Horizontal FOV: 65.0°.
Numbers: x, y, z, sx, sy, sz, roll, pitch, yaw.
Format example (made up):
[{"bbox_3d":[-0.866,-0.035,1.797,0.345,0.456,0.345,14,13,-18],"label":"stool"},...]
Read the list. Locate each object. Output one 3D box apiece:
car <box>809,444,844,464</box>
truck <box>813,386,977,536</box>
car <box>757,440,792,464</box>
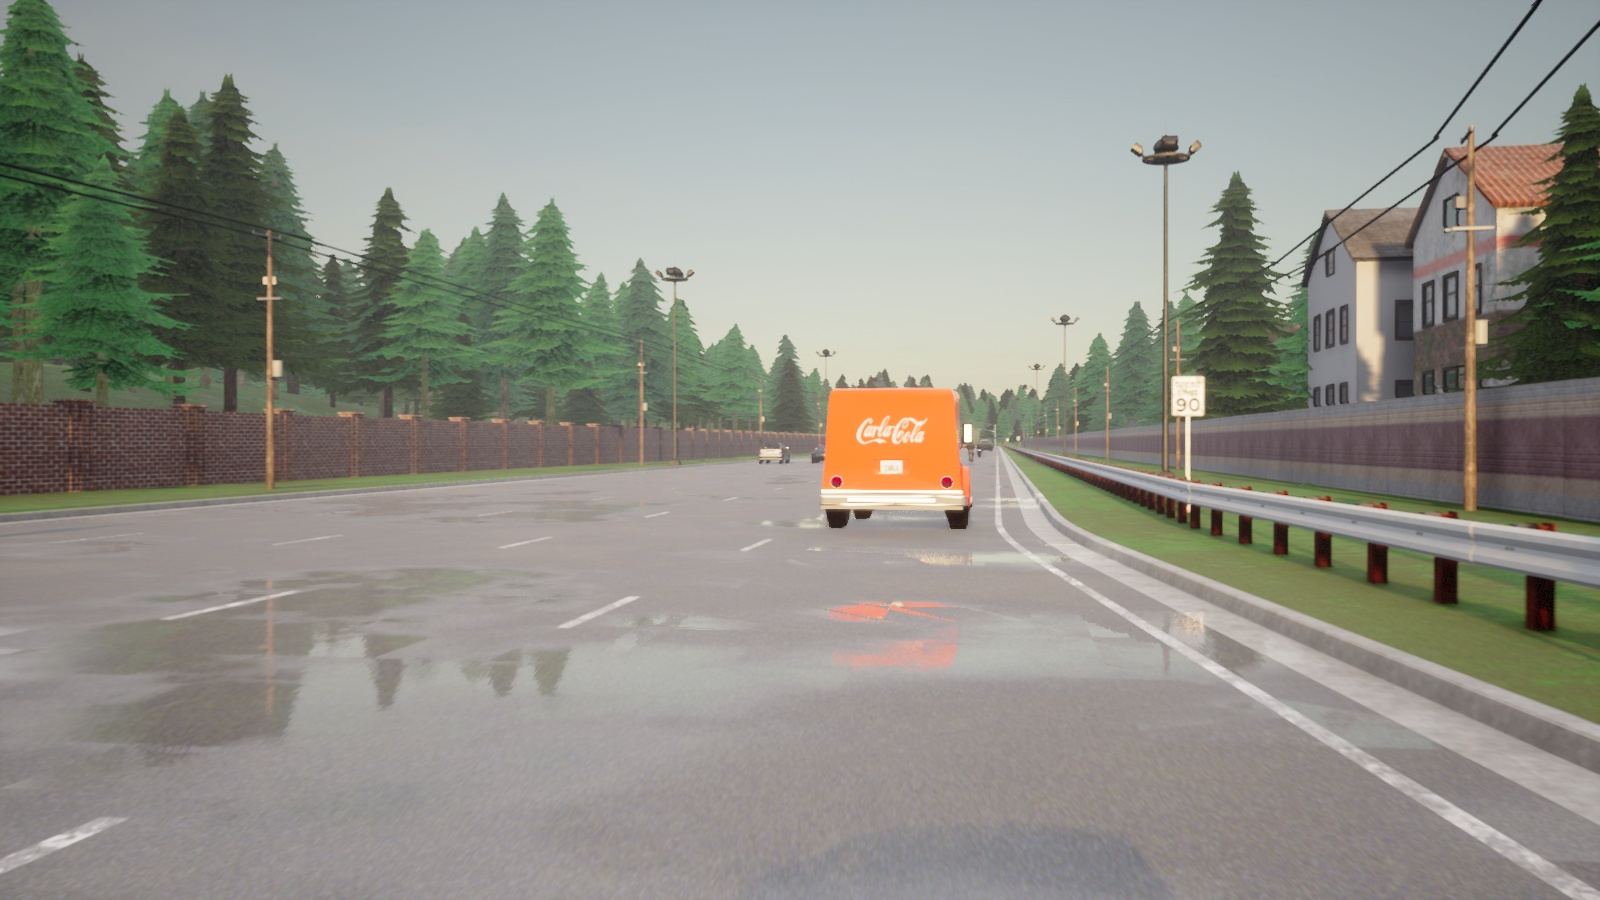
[{"bbox_3d":[1.979,0.291,91.691,1.994,1.385,4.181,0,0,9],"label":"car"},{"bbox_3d":[1.918,0.138,23.320,2.627,2.467,5.204,0,1,9],"label":"truck"},{"bbox_3d":[-1.825,0.131,90.017,1.851,1.617,3.988,0,0,9],"label":"car"}]
